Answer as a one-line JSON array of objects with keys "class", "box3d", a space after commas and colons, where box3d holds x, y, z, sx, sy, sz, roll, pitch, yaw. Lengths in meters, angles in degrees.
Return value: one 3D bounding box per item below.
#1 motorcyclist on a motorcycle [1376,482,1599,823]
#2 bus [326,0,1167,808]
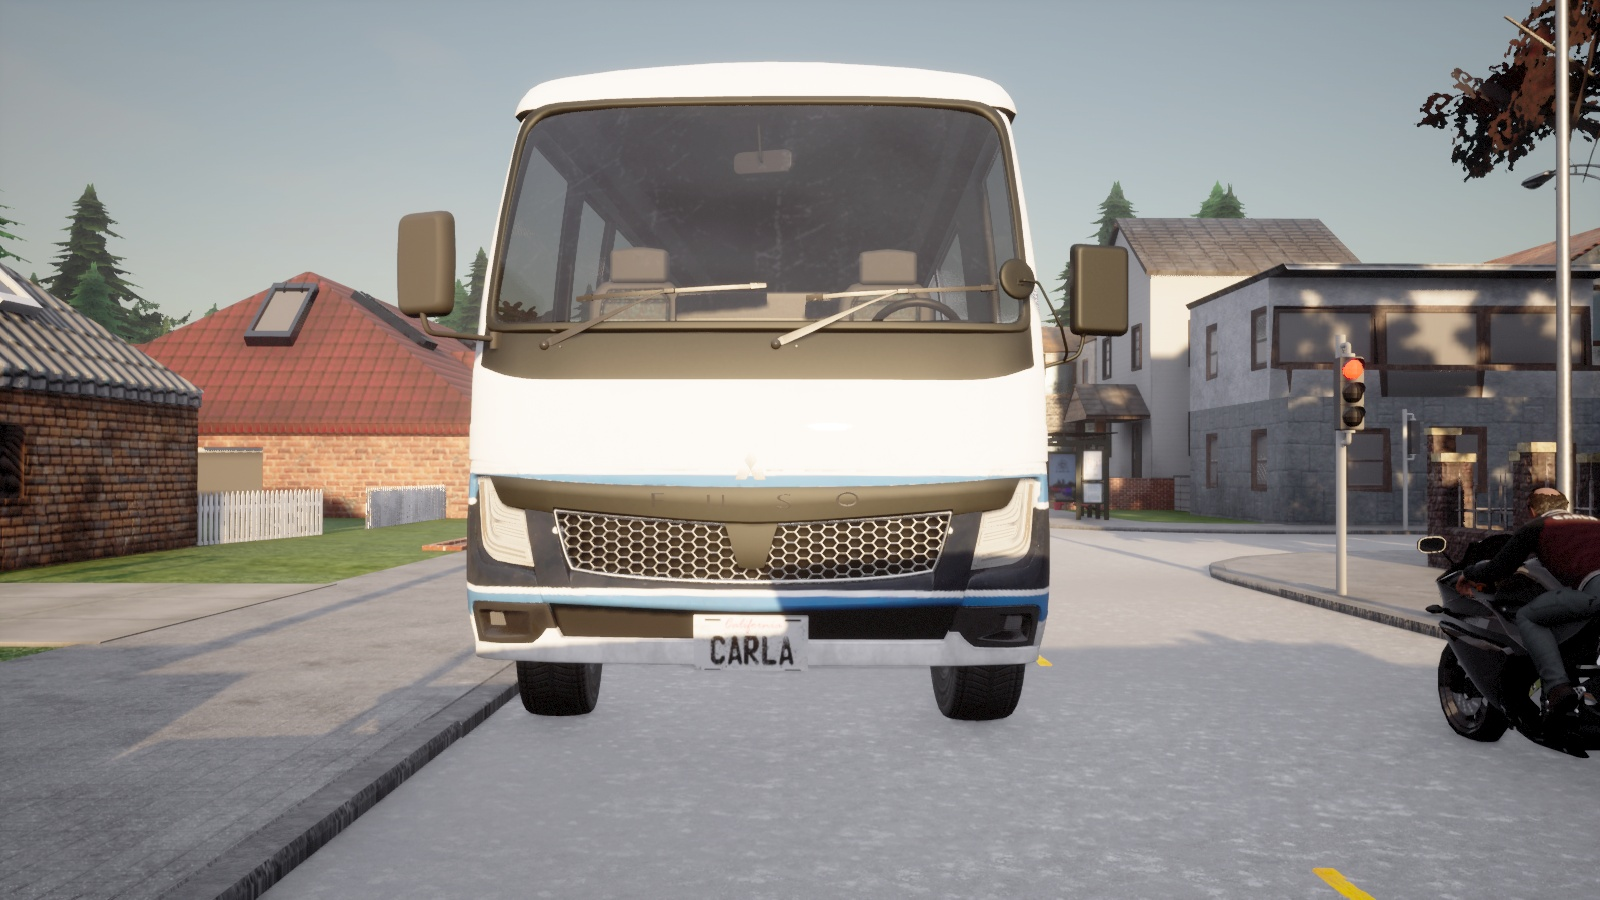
[{"class": "motorcyclist on a motorcycle", "box3d": [4.037, 0.945, 6.681, 0.866, 1.530, 2.191, 0, -1, -2]}, {"class": "bus", "box3d": [-0.099, -0.377, 11.039, 3.944, 4.253, 10.273, 0, -1, 2]}]
